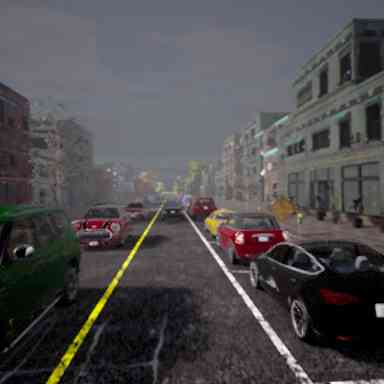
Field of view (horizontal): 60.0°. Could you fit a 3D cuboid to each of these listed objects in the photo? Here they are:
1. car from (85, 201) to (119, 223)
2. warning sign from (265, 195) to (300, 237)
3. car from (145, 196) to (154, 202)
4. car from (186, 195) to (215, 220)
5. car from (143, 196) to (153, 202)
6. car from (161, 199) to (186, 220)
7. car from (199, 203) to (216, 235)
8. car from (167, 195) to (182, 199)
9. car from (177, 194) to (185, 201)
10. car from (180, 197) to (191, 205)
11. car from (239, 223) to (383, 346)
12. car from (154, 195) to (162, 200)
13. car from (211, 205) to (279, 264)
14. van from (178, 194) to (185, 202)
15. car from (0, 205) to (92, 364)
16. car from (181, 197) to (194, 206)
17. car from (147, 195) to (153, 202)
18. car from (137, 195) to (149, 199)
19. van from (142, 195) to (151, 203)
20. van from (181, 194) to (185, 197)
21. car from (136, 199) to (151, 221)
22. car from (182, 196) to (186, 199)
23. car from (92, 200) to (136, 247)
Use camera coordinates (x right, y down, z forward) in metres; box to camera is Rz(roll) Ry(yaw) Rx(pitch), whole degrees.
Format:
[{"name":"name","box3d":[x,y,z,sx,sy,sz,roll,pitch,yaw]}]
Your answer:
[{"name":"car","box3d":[-7.427,1.595,27.903,1.967,1.590,4.097,-1,0,-4]},{"name":"warning sign","box3d":[4.166,1.073,15.376,1.300,1.860,1.060,0,0,-4]},{"name":"car","box3d":[-11.352,1.843,88.809,1.887,1.381,4.507,-1,0,-4]},{"name":"car","box3d":[0.931,1.341,28.444,2.192,1.841,5.009,-1,0,-4]},{"name":"car","box3d":[-10.997,1.725,83.272,1.967,1.590,4.097,-1,0,-4]},{"name":"car","box3d":[-1.667,1.614,28.605,2.033,1.411,5.357,-1,0,-4]},{"name":"car","box3d":[1.639,1.525,17.540,1.752,1.417,4.829,-1,0,-4]},{"name":"car","box3d":[-3.016,1.608,49.494,2.128,1.511,4.902,-1,0,-4]},{"name":"car","box3d":[-2.995,1.484,89.350,2.192,1.841,5.009,-1,0,-4]},{"name":"car","box3d":[-1.204,1.687,61.665,1.802,1.307,4.206,-1,0,-4]},{"name":"car","box3d":[2.365,1.538,6.297,1.947,1.339,4.313,-1,0,-4]},{"name":"car","box3d":[-8.017,1.454,78.852,1.837,1.490,4.892,-1,0,-4]},{"name":"car","box3d":[2.006,1.426,11.834,1.967,1.590,4.097,-1,0,-4]},{"name":"van","box3d":[-2.638,1.498,83.813,1.690,1.788,3.998,-1,0,-4]},{"name":"car","box3d":[-3.364,1.282,5.128,2.150,2.045,5.566,-1,0,-4]},{"name":"car","box3d":[-0.848,1.636,56.129,1.887,1.381,4.507,-1,0,-4]},{"name":"car","box3d":[-10.286,1.575,72.198,2.192,1.841,5.009,-1,0,-4]},{"name":"car","box3d":[-9.566,1.784,61.124,2.008,1.369,4.403,-1,0,-4]},{"name":"van","box3d":[-10.643,1.614,77.735,1.690,1.788,3.998,-1,0,-4]},{"name":"van","box3d":[-0.496,1.420,50.592,1.690,1.788,3.998,-1,0,-4]},{"name":"car","box3d":[-4.868,1.642,28.854,1.812,1.442,4.674,-1,0,-3]},{"name":"car","box3d":[0.220,1.493,39.518,1.967,1.590,4.097,-1,0,-4]},{"name":"car","box3d":[-4.017,1.436,15.334,2.097,1.767,4.553,-1,0,-3]}]
